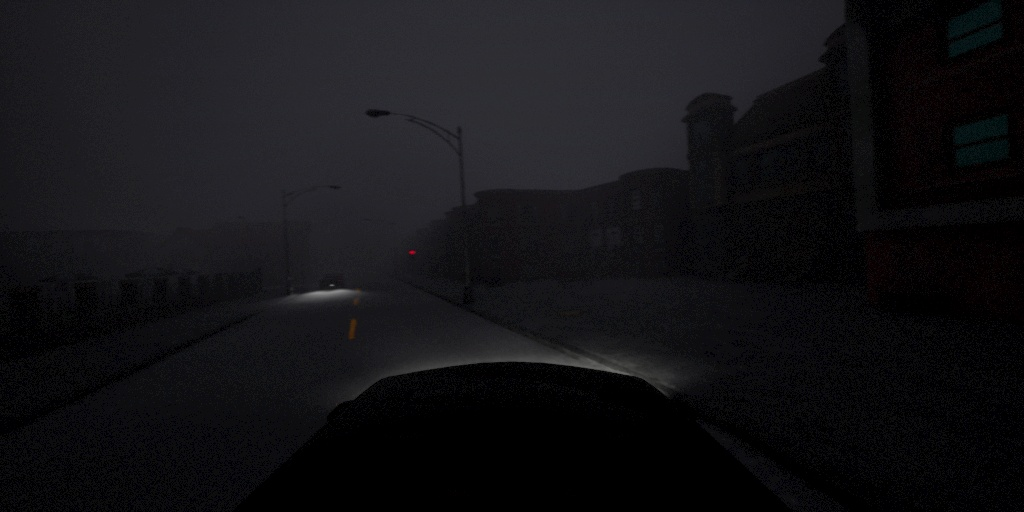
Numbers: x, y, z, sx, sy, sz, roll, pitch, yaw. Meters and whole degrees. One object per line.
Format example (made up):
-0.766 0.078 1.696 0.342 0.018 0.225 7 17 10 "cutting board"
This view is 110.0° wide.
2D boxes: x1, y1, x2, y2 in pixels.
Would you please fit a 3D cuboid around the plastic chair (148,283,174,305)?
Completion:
-21.305 2.449 21.814 0.730 1.272 0.750 0 0 28 "plastic chair"

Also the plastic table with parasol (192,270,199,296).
-24.493 2.071 26.439 2.482 2.480 2.482 0 0 27 "plastic table with parasol"

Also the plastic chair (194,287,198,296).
-23.422 2.614 25.779 0.730 1.272 0.750 0 0 27 "plastic chair"

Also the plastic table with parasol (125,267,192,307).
-22.369 1.922 22.461 2.482 2.480 2.482 0 0 27 "plastic table with parasol"

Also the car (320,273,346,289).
-16.050 2.204 32.256 1.895 1.301 4.718 -3 0 -22 "car"

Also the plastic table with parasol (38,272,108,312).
-28.934 2.293 23.509 2.482 2.480 2.482 0 0 27 "plastic table with parasol"

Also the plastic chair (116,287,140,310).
-23.008 2.535 21.401 0.750 1.272 0.730 0 0 28 "plastic chair"

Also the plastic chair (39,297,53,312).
-29.574 2.928 22.449 0.750 1.272 0.730 0 0 27 "plastic chair"

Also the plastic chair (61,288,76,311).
-27.863 2.841 22.849 0.730 1.272 0.750 0 0 27 "plastic chair"
